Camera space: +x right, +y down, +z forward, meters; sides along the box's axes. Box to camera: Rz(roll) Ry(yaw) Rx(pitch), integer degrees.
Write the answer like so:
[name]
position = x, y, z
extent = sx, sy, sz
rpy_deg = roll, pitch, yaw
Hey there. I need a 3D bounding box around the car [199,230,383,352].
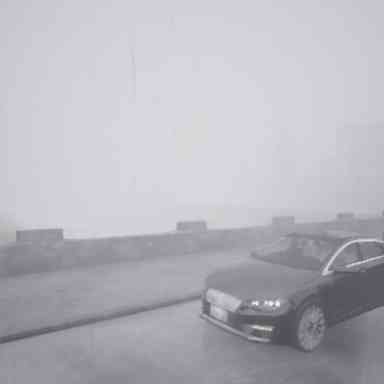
[car]
position = 2.386, 1.536, 6.308
extent = 4.902, 1.511, 2.128
rpy_deg = 1, 0, -35
